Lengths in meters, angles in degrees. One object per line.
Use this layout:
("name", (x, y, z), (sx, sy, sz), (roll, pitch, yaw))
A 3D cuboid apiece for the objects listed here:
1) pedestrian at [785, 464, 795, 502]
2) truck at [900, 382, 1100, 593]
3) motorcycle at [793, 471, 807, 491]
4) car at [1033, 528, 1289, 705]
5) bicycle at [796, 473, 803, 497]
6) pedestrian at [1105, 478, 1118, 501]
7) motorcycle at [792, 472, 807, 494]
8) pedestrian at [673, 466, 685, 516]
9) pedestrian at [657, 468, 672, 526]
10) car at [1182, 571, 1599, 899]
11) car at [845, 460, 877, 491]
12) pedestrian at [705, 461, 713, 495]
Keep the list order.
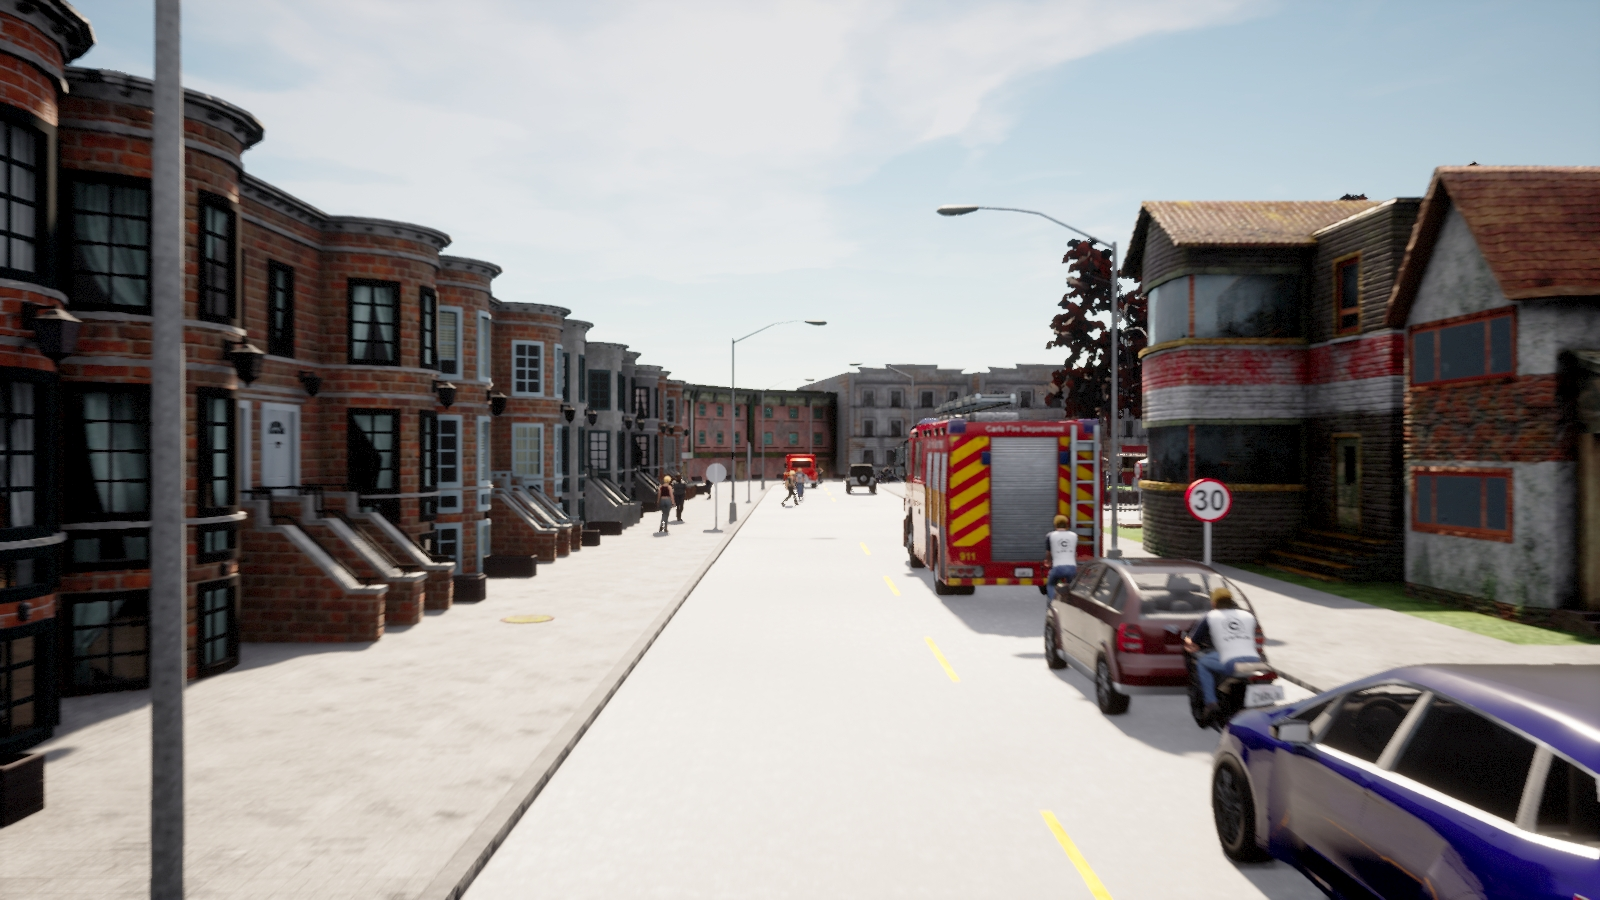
("pedestrian", (-0.479, 1.628, 56.006), (0.375, 1.860, 0.375), (0, 0, -18))
("truck", (3.995, 0.671, 24.986), (2.891, 3.827, 8.468), (0, 0, 0))
("motorcycle", (-0.017, 1.962, 72.553), (0.856, 1.236, 1.805), (0, 0, 0))
("car", (4.007, 1.800, 13.327), (1.789, 1.549, 3.705), (0, 0, 0))
("bicycle", (-0.016, 1.936, 63.170), (0.373, 1.296, 1.643), (0, 0, 0))
("pedestrian", (15.115, 1.896, 55.476), (0.500, 1.100, 0.500), (0, 0, 3))
("motorcycle", (-0.019, 1.962, 67.491), (0.856, 1.236, 1.805), (0, 0, 0))
("pedestrian", (-4.513, 1.524, 42.604), (0.375, 1.860, 0.375), (0, 0, -17))
("pedestrian", (-4.392, 1.523, 37.007), (0.375, 1.860, 0.375), (0, 0, 18))
("car", (4.002, 1.747, 6.316), (2.242, 1.667, 4.611), (0, 0, 0))
("car", (3.943, 1.637, 74.297), (1.905, 1.878, 3.866), (0, 0, 0))
("pedestrian", (-4.973, 1.524, 62.647), (0.375, 1.860, 0.375), (0, 0, 2))
